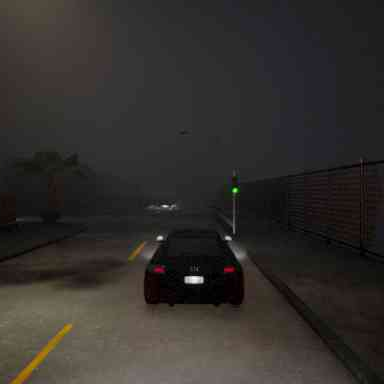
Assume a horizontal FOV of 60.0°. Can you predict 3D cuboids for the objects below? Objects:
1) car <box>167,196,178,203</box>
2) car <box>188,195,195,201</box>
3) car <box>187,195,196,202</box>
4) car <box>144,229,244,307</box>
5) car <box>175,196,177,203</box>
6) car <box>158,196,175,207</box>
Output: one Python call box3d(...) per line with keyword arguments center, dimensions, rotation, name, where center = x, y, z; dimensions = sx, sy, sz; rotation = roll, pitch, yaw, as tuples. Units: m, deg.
box3d(center=(-4.128, 1.562, 71.349), dimensions=(2.033, 1.411, 5.357), rotation=(0, 0, 0), name="car")
box3d(center=(-0.155, 1.551, 85.711), dimensions=(1.812, 1.442, 4.674), rotation=(0, 0, 0), name="car")
box3d(center=(-0.135, 1.548, 75.471), dimensions=(1.812, 1.442, 4.674), rotation=(0, 0, 0), name="car")
box3d(center=(0.050, 1.566, 8.054), dimensions=(1.994, 1.385, 4.181), rotation=(0, 0, 0), name="car")
box3d(center=(-4.174, 1.511, 61.041), dimensions=(2.128, 1.511, 4.902), rotation=(0, 0, 0), name="car")
box3d(center=(-4.185, 1.494, 51.775), dimensions=(1.882, 1.535, 5.008), rotation=(0, 0, 0), name="car")
